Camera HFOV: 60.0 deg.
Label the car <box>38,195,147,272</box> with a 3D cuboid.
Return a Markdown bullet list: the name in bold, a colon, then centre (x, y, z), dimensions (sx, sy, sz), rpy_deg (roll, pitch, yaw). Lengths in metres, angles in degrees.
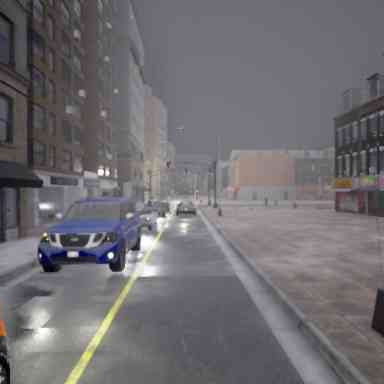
- **car**: centre (-3.050, 1.227, 11.202), dimensions (2.150, 2.045, 5.566), rpy_deg (0, 0, -1)

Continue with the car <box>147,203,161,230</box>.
- **car**: centre (-3.248, 1.602, 21.035), dimensions (1.895, 1.301, 4.718), rpy_deg (0, 0, -1)

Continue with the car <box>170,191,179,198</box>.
- **car**: centre (-4.438, 0.856, 84.977), dimensions (2.150, 2.045, 5.566), rpy_deg (0, 0, -1)

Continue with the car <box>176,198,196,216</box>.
- **car**: centre (-0.587, 1.553, 32.810), dimensions (1.994, 1.385, 4.181), rpy_deg (0, 0, -1)

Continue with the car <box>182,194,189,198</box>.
- **car**: centre (-1.688, 1.346, 85.063), dimensions (1.812, 1.442, 4.674), rpy_deg (0, 0, -1)

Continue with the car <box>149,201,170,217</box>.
- **car**: centre (-3.405, 1.563, 30.680), dimensions (1.994, 1.385, 4.181), rpy_deg (0, 0, -1)

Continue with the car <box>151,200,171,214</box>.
- **car**: centre (-3.495, 1.666, 38.167), dimensions (1.895, 1.301, 4.718), rpy_deg (0, 0, -1)

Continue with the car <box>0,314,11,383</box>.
- **car**: centre (-2.832, 1.360, 1.431), dimensions (2.097, 1.767, 4.553), rpy_deg (0, 0, -2)
